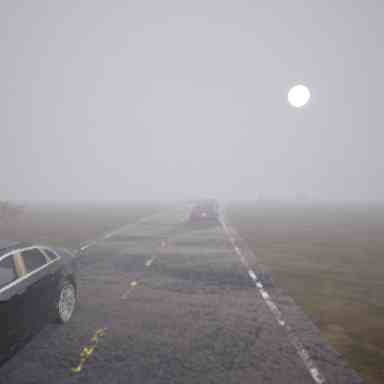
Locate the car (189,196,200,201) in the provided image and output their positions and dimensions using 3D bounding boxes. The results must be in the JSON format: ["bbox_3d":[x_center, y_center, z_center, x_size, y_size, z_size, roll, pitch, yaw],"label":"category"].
[{"bbox_3d":[0.618,1.355,54.458,1.994,1.385,4.181,0,0,8],"label":"car"}]

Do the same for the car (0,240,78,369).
[{"bbox_3d":[-3.029,1.473,4.258,2.128,1.511,4.902,0,0,1],"label":"car"}]

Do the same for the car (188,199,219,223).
[{"bbox_3d":[0.918,1.473,24.424,1.994,1.385,4.181,0,0,3],"label":"car"}]
